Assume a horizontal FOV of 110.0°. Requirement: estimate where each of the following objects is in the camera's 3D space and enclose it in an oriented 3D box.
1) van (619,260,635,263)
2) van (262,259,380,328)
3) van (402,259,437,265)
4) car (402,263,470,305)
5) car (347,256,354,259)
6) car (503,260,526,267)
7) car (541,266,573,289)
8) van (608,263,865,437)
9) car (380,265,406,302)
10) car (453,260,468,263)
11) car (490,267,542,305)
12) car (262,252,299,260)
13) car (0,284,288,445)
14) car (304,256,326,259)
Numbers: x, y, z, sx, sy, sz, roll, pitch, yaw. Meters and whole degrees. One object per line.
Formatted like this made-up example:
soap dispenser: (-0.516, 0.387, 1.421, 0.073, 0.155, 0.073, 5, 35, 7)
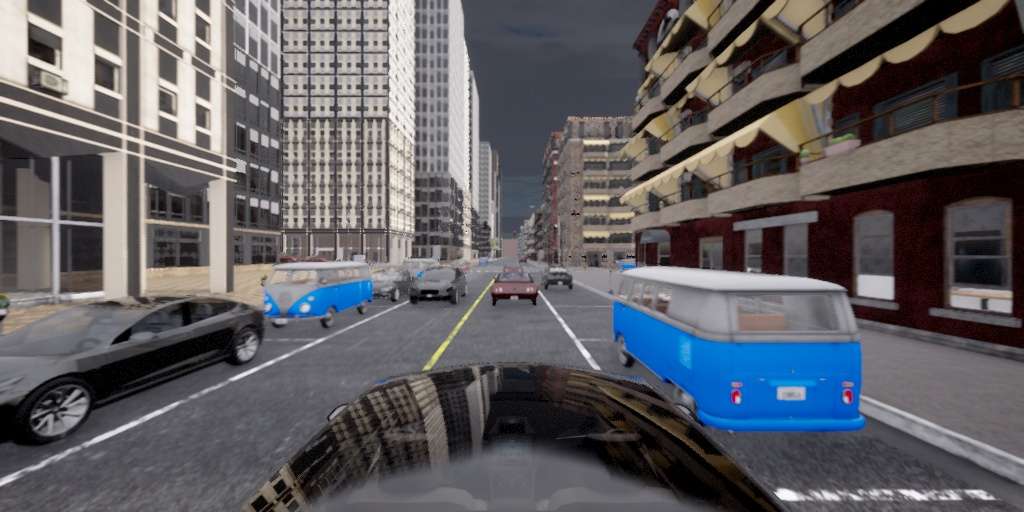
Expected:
van: (16.909, 1.390, 49.914, 3.998, 1.789, 1.690, 0, 0, 0)
van: (-5.690, 1.077, 10.952, 1.690, 1.789, 3.998, 0, 0, 0)
van: (-5.691, 1.061, 22.250, 1.690, 1.789, 3.998, 0, 0, 0)
car: (-3.099, 1.233, 15.867, 1.837, 1.490, 4.892, 0, 0, 0)
car: (-21.150, 0.756, 49.961, 4.097, 1.591, 1.967, 0, 0, 0)
car: (0.099, 1.306, 34.418, 1.895, 1.301, 4.718, 0, 0, 0)
car: (2.690, 1.270, 22.250, 2.007, 1.370, 4.403, 0, 0, 0)
van: (2.691, 1.085, 5.304, 1.690, 1.789, 3.998, 0, 0, 0)
car: (-5.691, 1.278, 16.601, 2.007, 1.370, 4.403, 0, 0, 0)
car: (-5.692, 1.140, 39.195, 1.967, 1.591, 4.097, 0, 0, 0)
car: (0.096, 1.329, 16.023, 1.895, 1.301, 4.718, 0, 0, 0)
car: (-32.298, 0.417, 49.935, 5.009, 1.841, 2.192, 0, 0, 0)
car: (-5.689, 1.310, 5.304, 1.948, 1.339, 4.313, 0, 0, 0)
car: (-26.724, 0.791, 49.948, 4.207, 1.307, 1.802, 0, 0, 0)
